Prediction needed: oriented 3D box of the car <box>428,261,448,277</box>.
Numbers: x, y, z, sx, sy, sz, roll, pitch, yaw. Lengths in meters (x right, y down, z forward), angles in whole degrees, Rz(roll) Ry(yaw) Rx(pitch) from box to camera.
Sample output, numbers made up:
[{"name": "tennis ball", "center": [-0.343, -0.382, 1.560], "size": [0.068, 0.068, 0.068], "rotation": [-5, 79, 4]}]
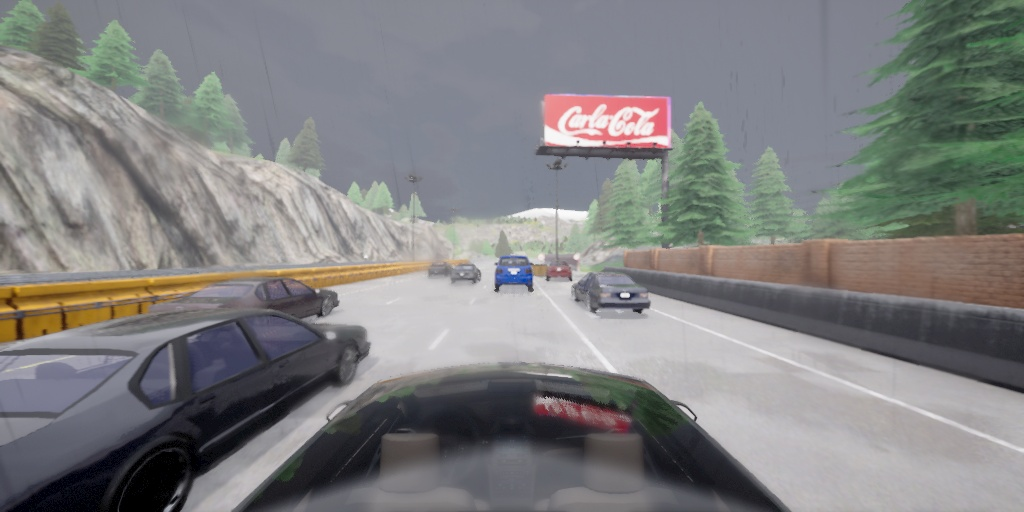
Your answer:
[{"name": "car", "center": [-6.907, 1.243, 35.110], "size": [2.128, 1.511, 4.902], "rotation": [0, 0, 0]}]

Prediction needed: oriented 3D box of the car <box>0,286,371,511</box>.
[{"name": "car", "center": [-3.402, 1.297, 3.872], "size": [2.033, 1.411, 5.357], "rotation": [0, 0, 0]}]

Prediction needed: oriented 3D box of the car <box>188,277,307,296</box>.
[{"name": "car", "center": [-6.898, 1.296, 9.972], "size": [2.033, 1.411, 5.357], "rotation": [0, 0, 0]}]

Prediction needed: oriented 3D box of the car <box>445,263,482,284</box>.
[{"name": "car", "center": [-3.400, 1.299, 27.042], "size": [2.033, 1.411, 5.357], "rotation": [0, 0, 0]}]

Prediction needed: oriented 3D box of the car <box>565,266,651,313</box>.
[{"name": "car", "center": [3.605, 1.300, 13.933], "size": [2.033, 1.411, 5.357], "rotation": [0, 0, 0]}]

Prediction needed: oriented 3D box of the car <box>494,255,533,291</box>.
[{"name": "car", "center": [0.103, 0.975, 21.894], "size": [2.150, 2.045, 5.566], "rotation": [0, 0, 0]}]

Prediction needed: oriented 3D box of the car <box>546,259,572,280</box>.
[{"name": "car", "center": [4.093, 1.107, 30.748], "size": [2.097, 1.767, 4.553], "rotation": [0, 0, 8]}]
